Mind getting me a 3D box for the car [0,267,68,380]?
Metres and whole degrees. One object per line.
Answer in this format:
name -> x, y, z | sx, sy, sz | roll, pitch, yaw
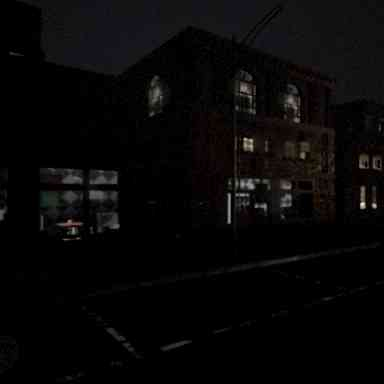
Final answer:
car -> -3.826, 1.535, 3.833 | 4.507, 1.381, 1.887 | 1, -1, -35
